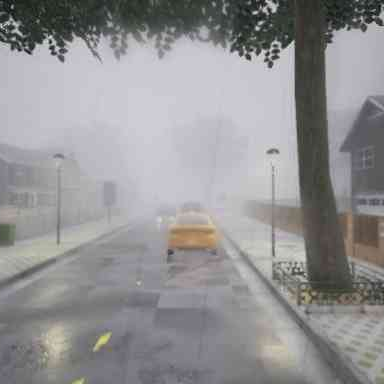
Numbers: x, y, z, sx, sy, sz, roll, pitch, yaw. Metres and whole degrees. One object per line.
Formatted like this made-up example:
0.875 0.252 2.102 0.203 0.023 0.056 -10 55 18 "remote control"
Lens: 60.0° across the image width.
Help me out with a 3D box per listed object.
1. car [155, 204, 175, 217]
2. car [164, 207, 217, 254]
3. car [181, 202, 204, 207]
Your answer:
-2.766 1.926 35.651 1.994 1.385 4.181 0 -1 1 "car"
0.027 1.621 14.251 1.882 1.535 5.008 0 0 0 "car"
0.021 1.639 28.435 2.097 1.767 4.553 0 -1 0 "car"
